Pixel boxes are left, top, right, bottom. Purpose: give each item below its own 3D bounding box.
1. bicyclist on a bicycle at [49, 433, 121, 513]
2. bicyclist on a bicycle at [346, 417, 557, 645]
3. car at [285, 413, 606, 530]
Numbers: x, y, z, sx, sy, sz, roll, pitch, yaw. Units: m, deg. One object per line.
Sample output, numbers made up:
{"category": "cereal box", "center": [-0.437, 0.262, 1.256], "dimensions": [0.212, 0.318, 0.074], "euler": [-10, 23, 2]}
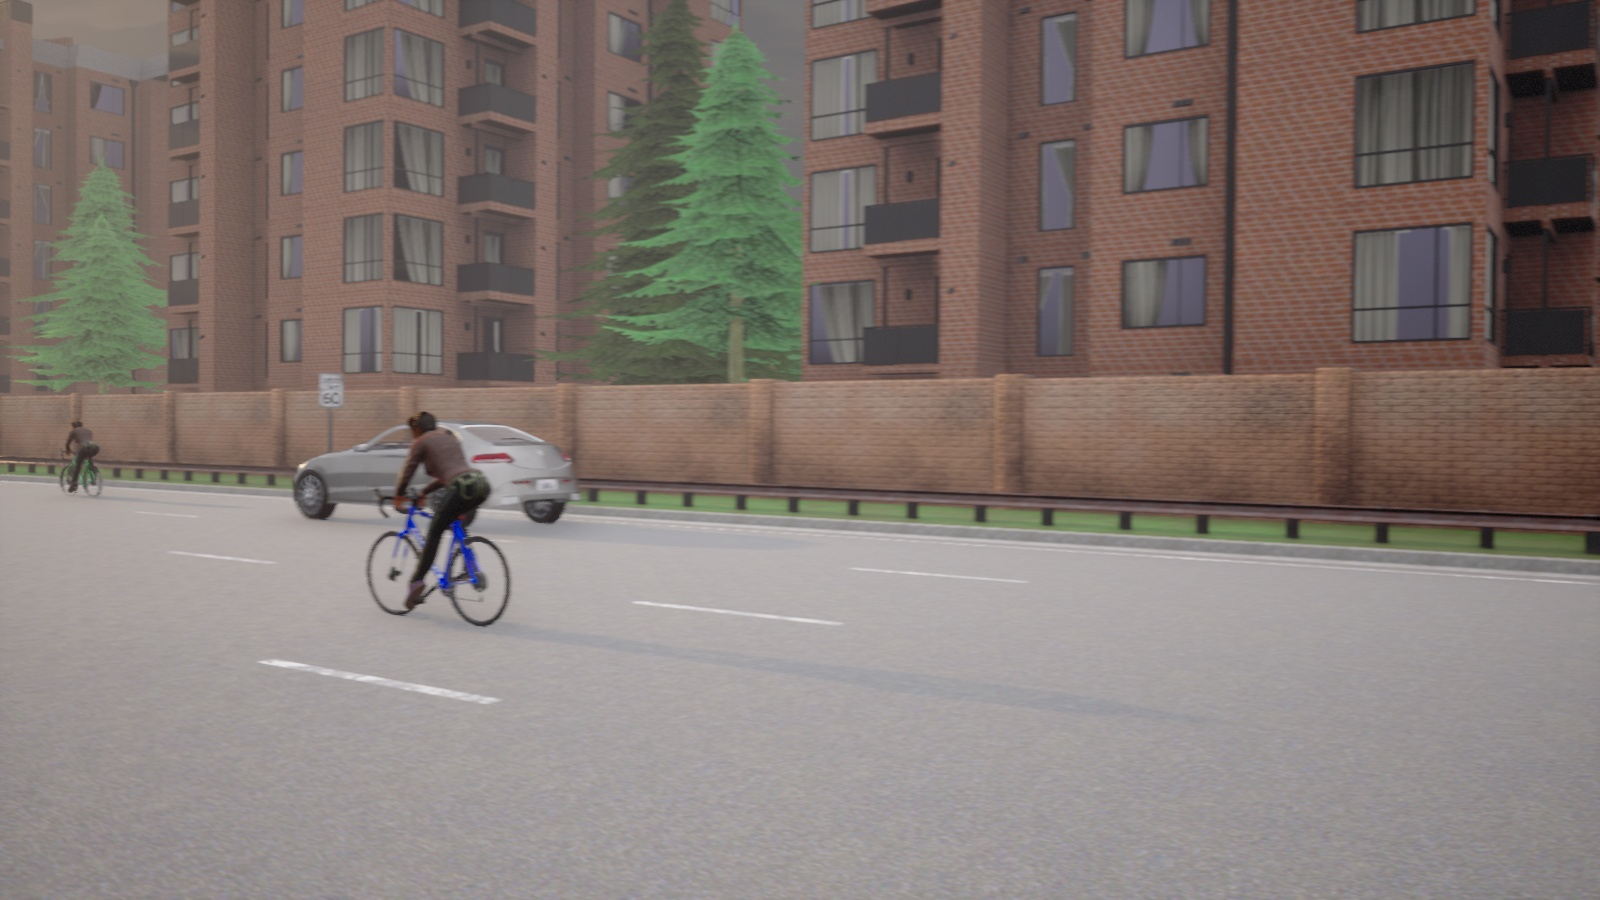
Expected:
{"category": "bicyclist on a bicycle", "center": [-14.875, 0.464, 26.110], "dimensions": [1.656, 1.620, 0.582], "euler": [0, 1, 34]}
{"category": "bicyclist on a bicycle", "center": [-2.684, 0.578, 9.608], "dimensions": [1.656, 1.620, 0.582], "euler": [0, 1, 34]}
{"category": "car", "center": [-5.720, 0.289, 20.024], "dimensions": [5.027, 1.651, 2.152], "euler": [0, 1, 34]}
